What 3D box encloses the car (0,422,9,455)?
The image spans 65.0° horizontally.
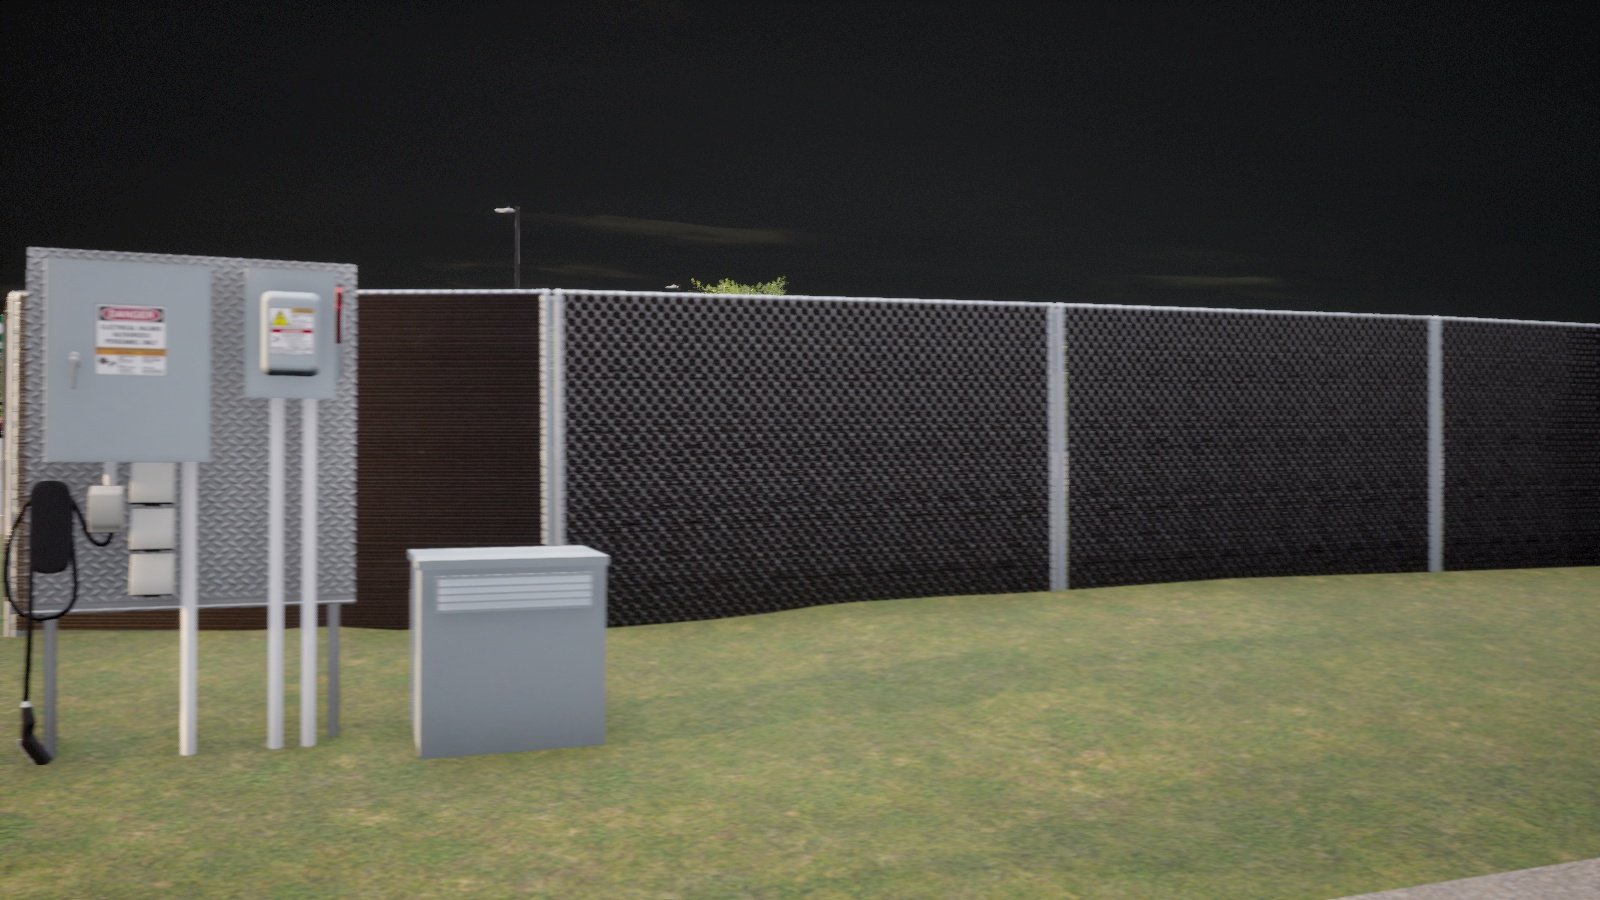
[{"bbox_3d":[-42.804,-0.581,65.128,2.097,1.767,4.553,-1,2,-20],"label":"car"}]
